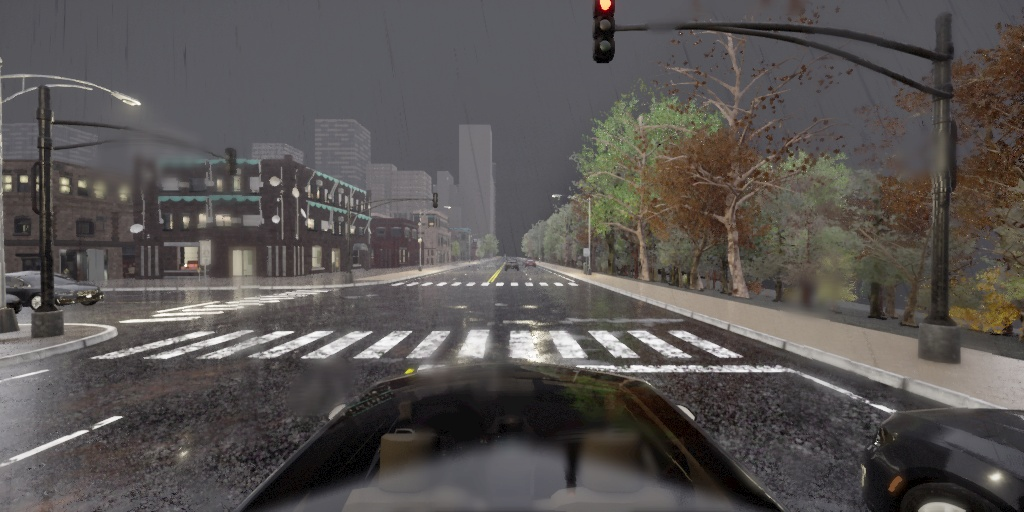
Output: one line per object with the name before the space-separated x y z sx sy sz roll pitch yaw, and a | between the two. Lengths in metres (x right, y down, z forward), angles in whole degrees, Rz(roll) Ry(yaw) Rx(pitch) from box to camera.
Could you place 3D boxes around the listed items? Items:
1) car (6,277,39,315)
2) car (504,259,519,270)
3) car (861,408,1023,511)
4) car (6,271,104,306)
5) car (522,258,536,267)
car | -19.972 1.565 12.443 4.313 1.339 1.948 0 0 0
car | -0.018 1.235 51.711 1.837 1.490 4.892 0 0 0
car | 3.353 1.255 0.450 1.837 1.490 4.892 0 0 0
car | -20.314 1.480 15.147 4.892 1.490 1.837 -1 1 0
car | 3.207 1.252 63.382 1.812 1.442 4.674 0 0 0
